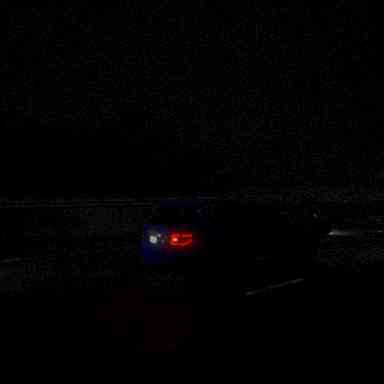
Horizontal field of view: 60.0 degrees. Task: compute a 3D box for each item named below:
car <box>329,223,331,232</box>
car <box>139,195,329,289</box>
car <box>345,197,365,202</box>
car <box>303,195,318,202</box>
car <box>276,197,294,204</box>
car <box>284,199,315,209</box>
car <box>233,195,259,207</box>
[{"bbox_3d":[5.232,1.547,16.891,4.181,1.385,1.994,0,0,-38],"label":"car"},{"bbox_3d":[1.239,1.203,9.364,5.566,2.045,2.150,0,0,-37],"label":"car"},{"bbox_3d":[27.809,1.706,56.627,4.553,1.767,2.097,1,-1,-37],"label":"car"},{"bbox_3d":[27.482,1.464,77.156,1.895,1.301,4.718,1,1,37],"label":"car"},{"bbox_3d":[18.090,1.594,64.556,1.895,1.301,4.718,1,1,36],"label":"car"},{"bbox_3d":[15.218,1.702,46.961,4.718,1.301,1.895,1,0,-37],"label":"car"},{"bbox_3d":[8.443,1.360,51.744,2.097,1.767,4.553,1,1,39],"label":"car"}]
